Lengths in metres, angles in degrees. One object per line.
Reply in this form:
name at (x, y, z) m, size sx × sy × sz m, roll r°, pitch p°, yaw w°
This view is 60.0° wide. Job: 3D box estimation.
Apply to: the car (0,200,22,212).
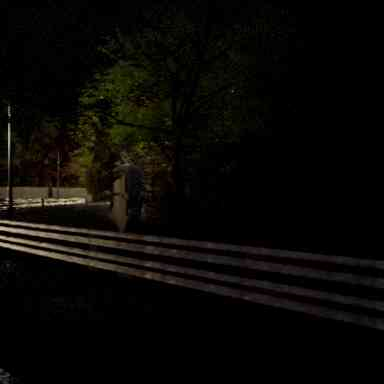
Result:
car at (-22.555, 1.646, 40.432) m, size 1.994 × 1.385 × 4.181 m, roll 0°, pitch 0°, yaw 1°
